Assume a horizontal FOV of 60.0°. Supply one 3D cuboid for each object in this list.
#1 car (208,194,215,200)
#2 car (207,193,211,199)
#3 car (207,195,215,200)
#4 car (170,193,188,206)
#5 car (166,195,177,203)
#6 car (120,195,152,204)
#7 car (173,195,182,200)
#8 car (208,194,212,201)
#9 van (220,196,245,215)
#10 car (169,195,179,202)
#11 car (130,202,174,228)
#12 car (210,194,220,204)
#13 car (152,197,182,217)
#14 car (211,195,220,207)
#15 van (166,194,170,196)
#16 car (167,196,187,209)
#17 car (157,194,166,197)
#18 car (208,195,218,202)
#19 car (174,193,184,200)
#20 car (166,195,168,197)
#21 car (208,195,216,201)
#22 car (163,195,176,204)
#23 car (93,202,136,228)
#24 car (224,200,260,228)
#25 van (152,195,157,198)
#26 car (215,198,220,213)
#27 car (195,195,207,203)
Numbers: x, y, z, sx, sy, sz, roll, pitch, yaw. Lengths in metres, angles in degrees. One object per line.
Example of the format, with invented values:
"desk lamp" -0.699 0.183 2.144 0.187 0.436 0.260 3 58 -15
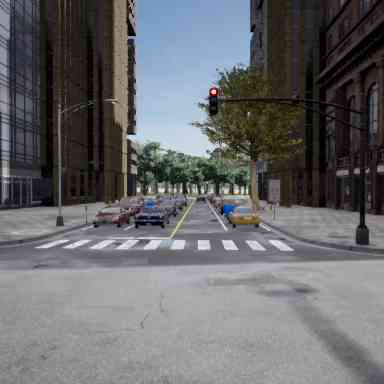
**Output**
"car" 4.909 1.355 84.374 1.752 1.417 4.829 0 0 1
"car" 4.335 1.211 61.494 2.192 1.841 5.009 -1 0 1
"car" 5.048 1.379 89.881 1.947 1.339 4.313 0 0 1
"car" -1.744 1.277 50.634 2.097 1.767 4.553 0 0 2
"car" -4.044 1.425 67.380 1.887 1.381 4.507 0 0 1
"car" -5.042 1.290 27.635 2.192 1.841 5.009 -1 0 1
"car" -3.617 1.375 84.414 1.887 1.381 4.507 0 0 1
"car" 4.195 1.462 55.817 2.008 1.369 4.403 -1 0 1
"van" 3.482 1.316 27.430 1.690 1.788 3.998 -1 0 1
"car" -3.901 1.446 73.058 1.802 1.307 4.206 0 0 1
"car" -2.508 1.584 21.887 1.895 1.301 4.718 0 0 2
"car" 4.053 1.471 50.140 1.887 1.381 4.507 -1 0 1
"car" -2.269 1.474 31.223 1.837 1.490 4.892 0 0 2
"car" 3.915 1.465 44.633 1.752 1.417 4.829 -1 0 1
"van" -4.330 1.252 56.024 1.690 1.788 3.998 0 0 1
"car" -2.032 1.551 40.530 1.895 1.301 4.718 0 0 2
"car" -4.757 1.269 38.991 2.192 1.841 5.009 -1 0 1
"car" 4.621 1.415 72.849 2.008 1.369 4.403 0 0 1
"car" -3.477 1.128 90.091 2.192 1.841 5.009 0 0 1
"car" -4.612 1.491 44.669 2.008 1.369 4.403 -1 0 1
"car" 4.764 1.429 78.527 1.802 1.307 4.206 0 0 1
"car" -4.187 1.336 61.702 1.967 1.590 4.097 0 0 1
"car" -5.181 1.565 21.956 1.802 1.307 4.206 -1 0 1
"car" 3.346 1.508 21.922 1.752 1.417 4.829 -1 0 1
"van" -4.899 1.306 33.313 1.690 1.788 3.998 -1 0 1
"car" 3.626 1.531 33.108 1.947 1.339 4.313 -1 0 1
"car" 1.791 1.389 65.894 1.837 1.490 4.892 0 0 1
